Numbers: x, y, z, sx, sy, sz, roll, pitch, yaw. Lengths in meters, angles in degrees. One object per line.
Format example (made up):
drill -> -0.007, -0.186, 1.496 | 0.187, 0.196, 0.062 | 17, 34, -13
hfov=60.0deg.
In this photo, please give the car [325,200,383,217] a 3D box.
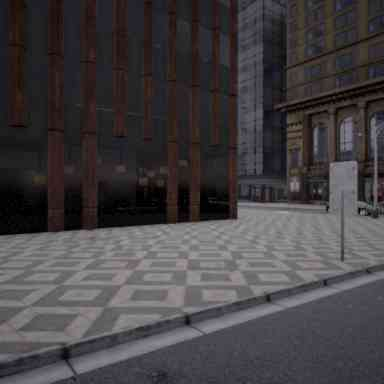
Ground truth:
car -> 14.508, 1.429, 29.998 | 1.837, 1.490, 4.892 | 0, 0, -35
